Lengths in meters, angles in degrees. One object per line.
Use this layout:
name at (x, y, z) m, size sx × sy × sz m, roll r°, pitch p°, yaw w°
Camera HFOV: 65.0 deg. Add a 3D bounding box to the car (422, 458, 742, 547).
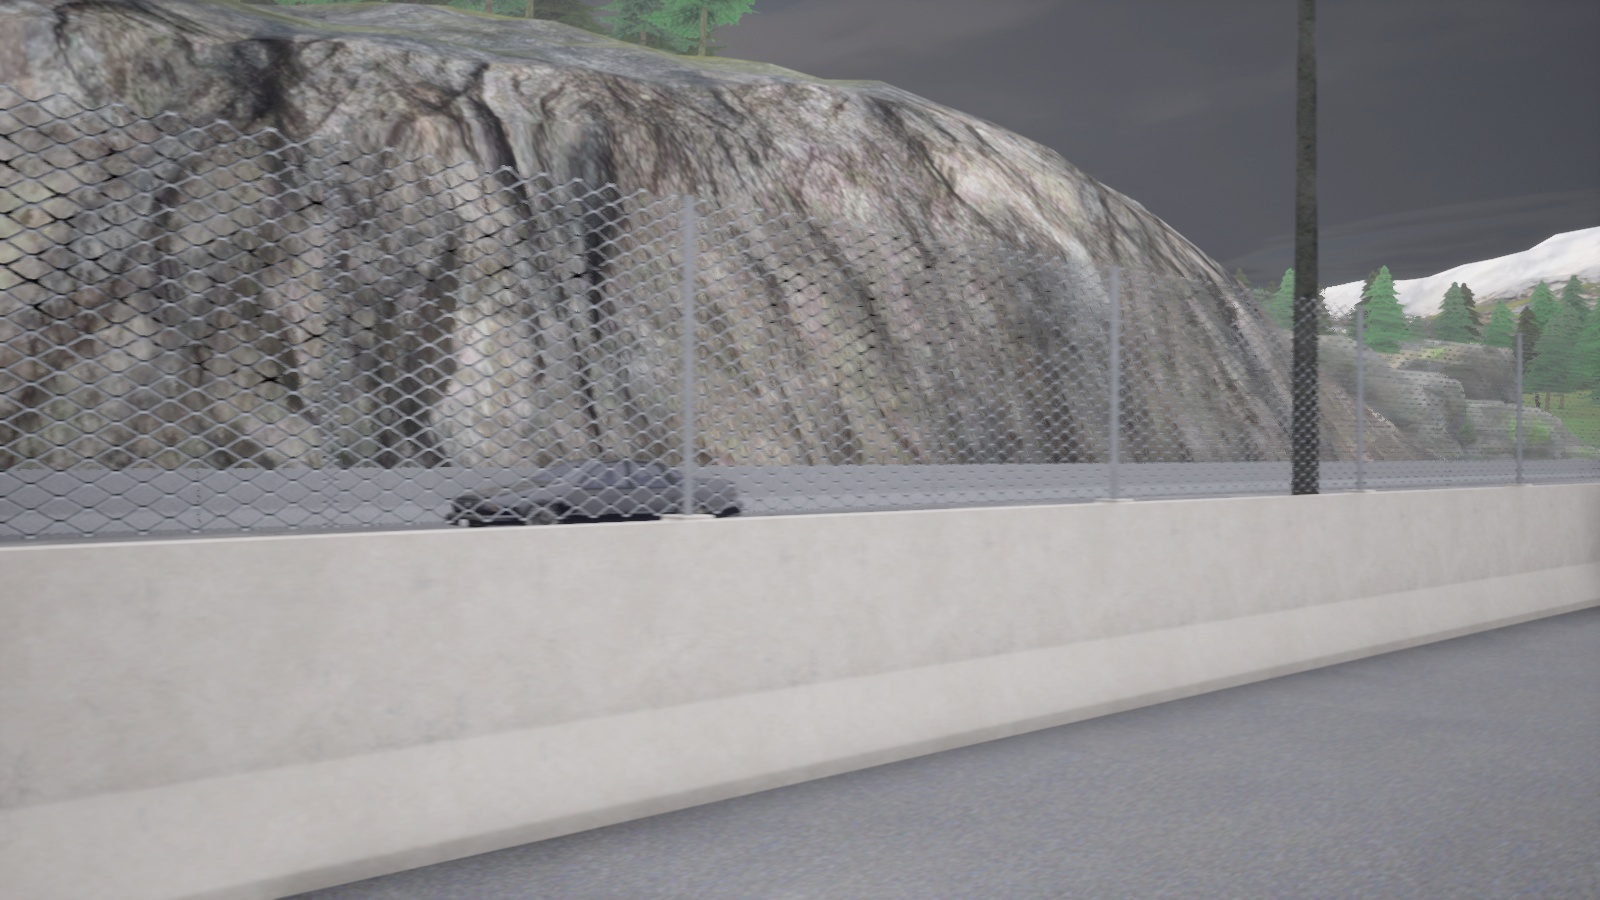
car at (-3.827, 0.862, 22.681) m, size 5.357 × 1.411 × 2.033 m, roll 0°, pitch 0°, yaw -38°
